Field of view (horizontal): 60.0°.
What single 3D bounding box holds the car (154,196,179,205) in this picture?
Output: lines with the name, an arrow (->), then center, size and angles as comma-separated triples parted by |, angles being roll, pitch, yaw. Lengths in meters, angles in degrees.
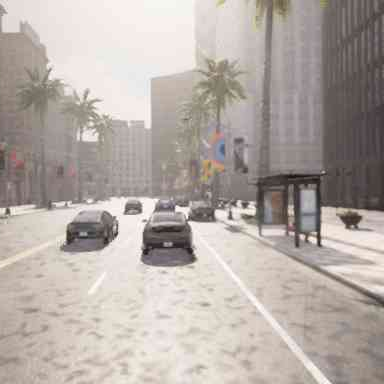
car -> -2.719, 1.406, 33.667 | 2.097, 1.767, 4.553 | 0, 0, -5

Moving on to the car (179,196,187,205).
car -> -1.766, 1.424, 57.123 | 2.185, 1.767, 4.553 | 0, 0, -5

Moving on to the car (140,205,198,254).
car -> -0.999, 1.526, 13.672 | 1.837, 1.490, 4.892 | 0, 0, -5

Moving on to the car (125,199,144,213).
car -> -6.622, 1.595, 38.142 | 1.837, 1.490, 4.892 | 0, 0, -5

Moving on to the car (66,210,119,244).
car -> -4.692, 1.579, 16.090 | 1.812, 1.442, 4.674 | 0, 0, -5

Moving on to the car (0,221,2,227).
car -> -11.944, 1.660, 17.242 | 2.033, 1.411, 5.357 | 0, 0, -4

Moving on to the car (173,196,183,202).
car -> -3.373, 1.617, 78.996 | 2.161, 1.482, 4.786 | 0, 0, -5

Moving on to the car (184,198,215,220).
car -> 0.790, 1.502, 27.860 | 2.231, 1.521, 4.892 | 0, 0, -5
